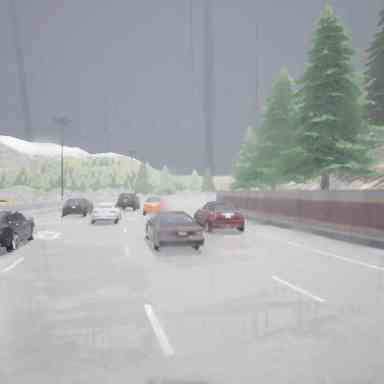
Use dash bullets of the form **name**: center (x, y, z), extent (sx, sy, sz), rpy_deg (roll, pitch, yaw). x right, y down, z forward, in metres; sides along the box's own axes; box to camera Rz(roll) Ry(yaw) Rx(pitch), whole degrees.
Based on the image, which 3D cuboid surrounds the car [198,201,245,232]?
- **car**: center (1.535, 1.342, 20.004), extent (2.097, 1.767, 4.553), rpy_deg (0, 0, -11)

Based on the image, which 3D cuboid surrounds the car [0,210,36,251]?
- **car**: center (-7.907, 1.501, 13.790), extent (1.837, 1.490, 4.892), rpy_deg (0, 0, -13)

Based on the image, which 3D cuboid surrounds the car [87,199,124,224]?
- **car**: center (-6.343, 1.515, 24.916), extent (1.812, 1.442, 4.674), rpy_deg (0, 0, -8)

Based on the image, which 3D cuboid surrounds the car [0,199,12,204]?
- **car**: center (-21.692, 1.467, 36.440), extent (1.882, 1.535, 5.008), rpy_deg (0, 0, -3)

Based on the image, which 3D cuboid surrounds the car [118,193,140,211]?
- **car**: center (-7.663, 1.200, 40.573), extent (2.150, 2.045, 5.566), rpy_deg (0, 0, -2)

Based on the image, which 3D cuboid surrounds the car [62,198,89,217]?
- **car**: center (-10.604, 1.342, 31.311), extent (2.097, 1.767, 4.553), rpy_deg (0, 0, -6)

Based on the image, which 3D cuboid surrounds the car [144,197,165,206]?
- **car**: center (-3.830, 1.337, 34.249), extent (2.097, 1.767, 4.553), rpy_deg (0, 0, -4)

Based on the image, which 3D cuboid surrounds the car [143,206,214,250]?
- **car**: center (-0.907, 1.540, 14.325), extent (2.033, 1.411, 5.357), rpy_deg (0, 0, -13)
